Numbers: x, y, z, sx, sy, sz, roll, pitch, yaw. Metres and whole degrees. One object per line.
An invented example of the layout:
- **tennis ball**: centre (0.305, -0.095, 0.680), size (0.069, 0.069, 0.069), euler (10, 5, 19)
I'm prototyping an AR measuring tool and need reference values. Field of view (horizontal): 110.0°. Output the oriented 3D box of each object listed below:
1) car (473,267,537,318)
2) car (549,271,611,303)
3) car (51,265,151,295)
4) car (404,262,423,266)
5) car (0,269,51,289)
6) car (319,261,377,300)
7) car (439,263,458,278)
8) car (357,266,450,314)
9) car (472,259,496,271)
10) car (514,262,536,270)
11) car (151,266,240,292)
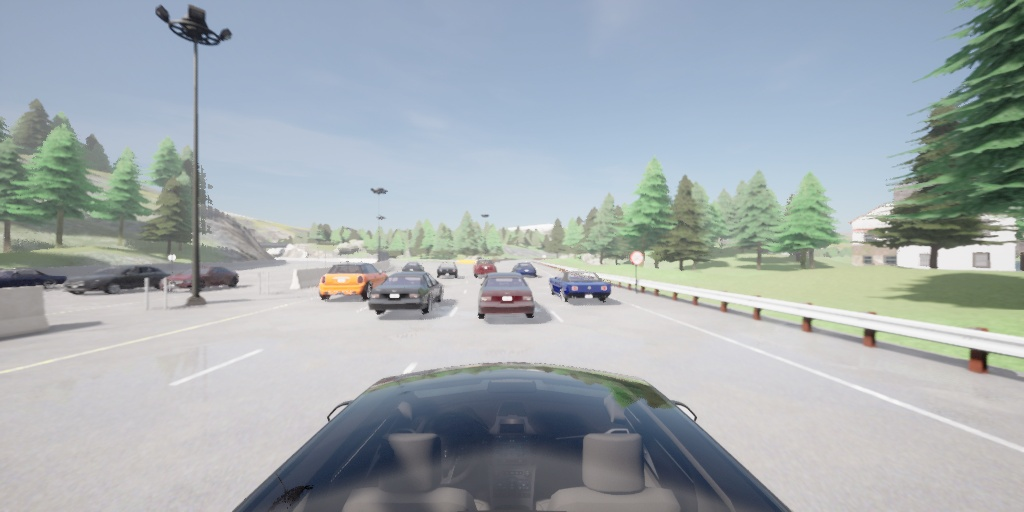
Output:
- **car**: centre (-0.294, 1.295, 13.028), size (2.033, 1.411, 5.357), euler (0, 0, -3)
- **car**: centre (2.958, 1.342, 16.741), size (1.895, 1.301, 4.718), euler (0, 0, -4)
- **car**: centre (-21.993, 1.289, 20.263), size (1.837, 1.490, 4.892), euler (0, 0, -5)
- **car**: centre (-10.182, 1.322, 36.972), size (1.994, 1.385, 4.181), euler (0, 0, -10)
- **car**: centre (-29.033, 1.436, 20.517), size (1.895, 1.301, 4.718), euler (0, 0, -6)
- **car**: centre (-7.695, 1.111, 17.960), size (2.097, 1.767, 4.553), euler (0, 0, -4)
- **car**: centre (-6.159, 1.353, 34.350), size (1.895, 1.301, 4.718), euler (0, 0, -9)
- **car**: centre (-3.840, 1.301, 13.765), size (2.033, 1.411, 5.357), euler (0, 0, -4)
- **car**: centre (-2.701, 1.098, 34.698), size (2.097, 1.767, 4.553), euler (0, 0, -9)
- **car**: centre (1.160, 1.304, 34.893), size (1.994, 1.385, 4.181), euler (0, 0, -6)
- **car**: centre (-18.596, 1.344, 21.669), size (1.812, 1.442, 4.674), euler (0, 0, -6)
